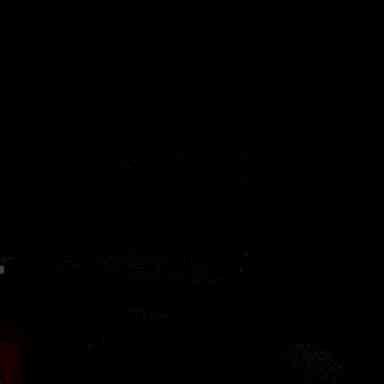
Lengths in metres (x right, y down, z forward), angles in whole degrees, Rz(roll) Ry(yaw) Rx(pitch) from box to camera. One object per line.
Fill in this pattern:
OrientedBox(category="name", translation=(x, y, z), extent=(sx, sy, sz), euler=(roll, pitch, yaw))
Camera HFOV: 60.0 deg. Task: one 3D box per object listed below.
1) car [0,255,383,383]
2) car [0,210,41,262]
OrientedBox(category="car", translation=(-0.371, 1.556, 3.083), extent=(4.206, 1.307, 1.802), euler=(1, 1, 36))
OrientedBox(category="car", translation=(-4.838, 1.220, 6.317), extent=(5.009, 1.841, 2.192), euler=(1, 1, 36))
